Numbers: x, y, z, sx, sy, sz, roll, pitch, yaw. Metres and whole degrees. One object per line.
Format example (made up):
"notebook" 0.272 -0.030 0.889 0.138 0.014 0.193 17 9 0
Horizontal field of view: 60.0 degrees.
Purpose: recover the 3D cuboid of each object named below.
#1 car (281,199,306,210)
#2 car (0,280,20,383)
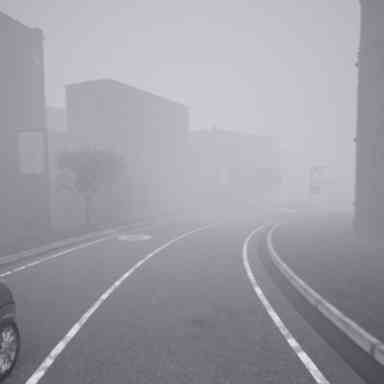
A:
"car" 14.557 1.697 47.422 2.033 1.411 5.357 3 2 40
"car" -3.274 1.420 2.440 2.097 1.767 4.553 -1 0 -1
